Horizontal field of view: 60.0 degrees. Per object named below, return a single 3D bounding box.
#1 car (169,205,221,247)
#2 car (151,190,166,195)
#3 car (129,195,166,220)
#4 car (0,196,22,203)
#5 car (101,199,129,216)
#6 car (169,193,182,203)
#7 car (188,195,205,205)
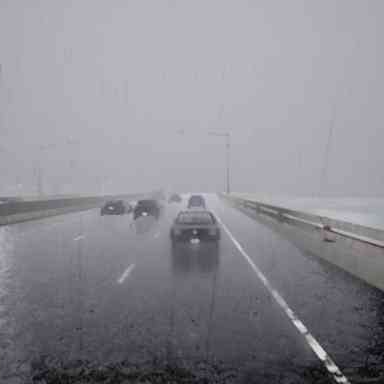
[{"bbox_3d":[0.137,1.439,14.041,1.895,1.301,4.718,0,1,1],"label":"car"},{"bbox_3d":[-5.883,0.651,59.243,2.150,2.045,5.566,-1,0,2],"label":"car"},{"bbox_3d":[-3.220,1.249,25.331,1.837,1.490,4.892,-1,1,1],"label":"car"},{"bbox_3d":[-17.320,1.164,30.523,2.097,1.767,4.553,0,1,1],"label":"car"},{"bbox_3d":[-6.650,1.294,29.503,1.994,1.385,4.181,0,1,1],"label":"car"},{"bbox_3d":[-2.598,0.974,52.406,1.837,1.490,4.892,-1,1,2],"label":"car"},{"bbox_3d":[0.539,1.052,38.871,1.882,1.535,5.008,0,1,1],"label":"car"}]
